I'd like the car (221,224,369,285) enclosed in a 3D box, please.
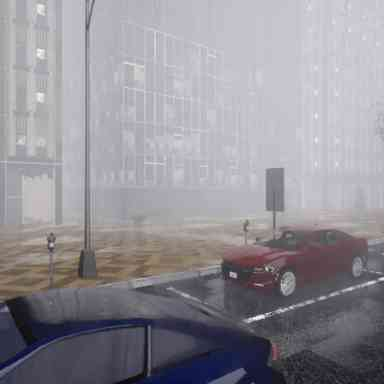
[{"bbox_3d":[2.717,1.545,8.484,4.507,1.381,1.887,0,0,-35],"label":"car"}]

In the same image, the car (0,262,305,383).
[{"bbox_3d":[-1.186,1.564,2.522,4.181,1.385,1.994,0,0,-35],"label":"car"}]
